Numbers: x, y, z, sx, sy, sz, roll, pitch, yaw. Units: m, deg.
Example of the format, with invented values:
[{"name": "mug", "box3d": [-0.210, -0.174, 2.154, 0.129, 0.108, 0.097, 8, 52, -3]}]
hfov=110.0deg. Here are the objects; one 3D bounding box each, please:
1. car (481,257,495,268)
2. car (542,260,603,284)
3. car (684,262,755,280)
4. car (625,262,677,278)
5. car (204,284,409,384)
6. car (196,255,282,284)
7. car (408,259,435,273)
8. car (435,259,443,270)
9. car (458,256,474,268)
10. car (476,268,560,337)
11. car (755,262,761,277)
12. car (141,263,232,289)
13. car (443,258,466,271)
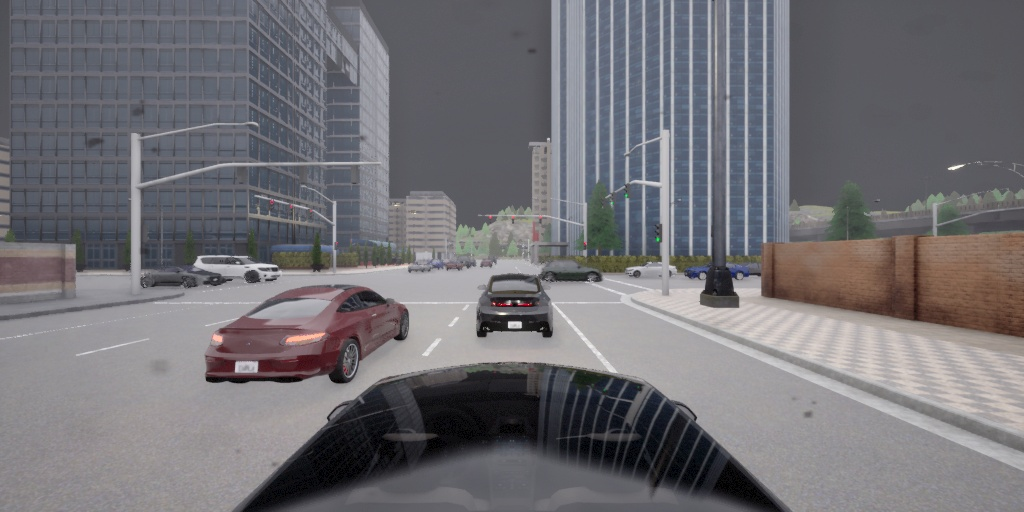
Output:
[{"name": "car", "box3d": [-4.420, 1.275, 62.764, 1.812, 1.442, 4.674, 0, 0, -1]}, {"name": "car", "box3d": [4.303, 1.102, 26.451, 4.553, 1.767, 2.097, 0, 0, -1]}, {"name": "car", "box3d": [17.209, 1.228, 30.269, 5.008, 1.535, 1.882, 0, 0, -1]}, {"name": "car", "box3d": [13.027, 1.276, 33.713, 4.674, 1.442, 1.812, 0, 0, 1]}, {"name": "car", "box3d": [-3.438, 1.276, 6.958, 1.812, 1.442, 4.674, 0, 0, 0]}, {"name": "car", "box3d": [-20.158, 0.971, 26.335, 5.566, 2.045, 2.150, 0, 0, -2]}, {"name": "car", "box3d": [-11.395, 1.351, 44.434, 1.895, 1.301, 4.718, 0, 0, 1]}, {"name": "car", "box3d": [-11.473, 1.227, 53.826, 1.882, 1.535, 5.008, 0, 0, -1]}, {"name": "car", "box3d": [-8.050, 0.971, 59.435, 2.150, 2.045, 5.566, 0, 0, -1]}, {"name": "car", "box3d": [0.064, 1.255, 10.224, 1.837, 1.490, 4.892, 0, 0, 0]}, {"name": "car", "box3d": [22.614, 1.297, 33.817, 5.357, 1.411, 2.033, 0, 0, -1]}, {"name": "car", "box3d": [-20.648, 1.314, 22.591, 4.181, 1.385, 1.994, 0, 0, 2]}, {"name": "car", "box3d": [-7.912, 1.351, 49.641, 1.895, 1.301, 4.718, 0, 0, -1]}]
